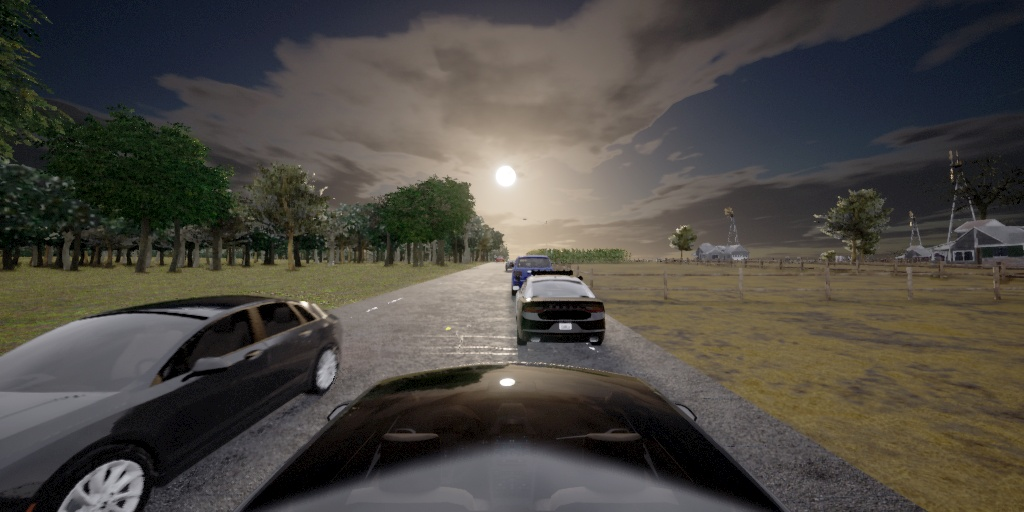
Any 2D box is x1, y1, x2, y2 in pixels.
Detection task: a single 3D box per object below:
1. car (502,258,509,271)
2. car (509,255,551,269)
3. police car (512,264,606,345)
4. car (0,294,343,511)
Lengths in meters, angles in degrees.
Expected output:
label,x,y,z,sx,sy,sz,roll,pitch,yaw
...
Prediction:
label,x,y,z,sx,sy,sz,roll,pitch,yaw
car,0.048,1.253,50.136,2.128,1.511,4.902,0,0,1
car,1.054,0.983,19.560,2.150,2.045,5.566,0,0,0
police car,1.051,1.181,9.628,1.930,1.638,5.238,0,0,0
car,-3.601,1.256,3.835,1.837,1.490,4.892,0,0,0
